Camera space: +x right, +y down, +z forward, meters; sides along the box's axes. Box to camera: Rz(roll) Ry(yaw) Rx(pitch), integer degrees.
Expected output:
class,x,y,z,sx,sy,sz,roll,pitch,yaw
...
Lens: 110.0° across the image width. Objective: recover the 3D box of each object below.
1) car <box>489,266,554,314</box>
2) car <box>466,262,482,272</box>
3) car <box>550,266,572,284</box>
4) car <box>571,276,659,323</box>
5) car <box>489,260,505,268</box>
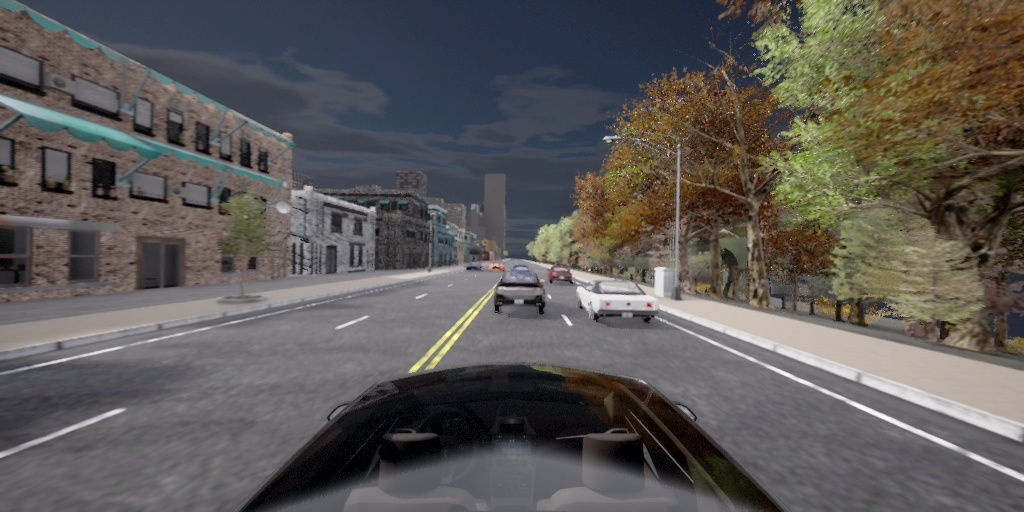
class,x,y,z,sx,sy,sz,roll,pitch,yaw
car,0.317,1.332,14.419,2.128,1.511,4.902,1,0,2
car,-5.404,1.579,51.290,1.895,1.301,4.718,1,0,2
car,3.972,1.538,30.282,1.812,1.442,4.674,1,0,2
car,3.520,1.490,12.908,1.895,1.301,4.718,1,0,2
car,-2.132,1.394,51.851,2.097,1.767,4.553,1,0,2
